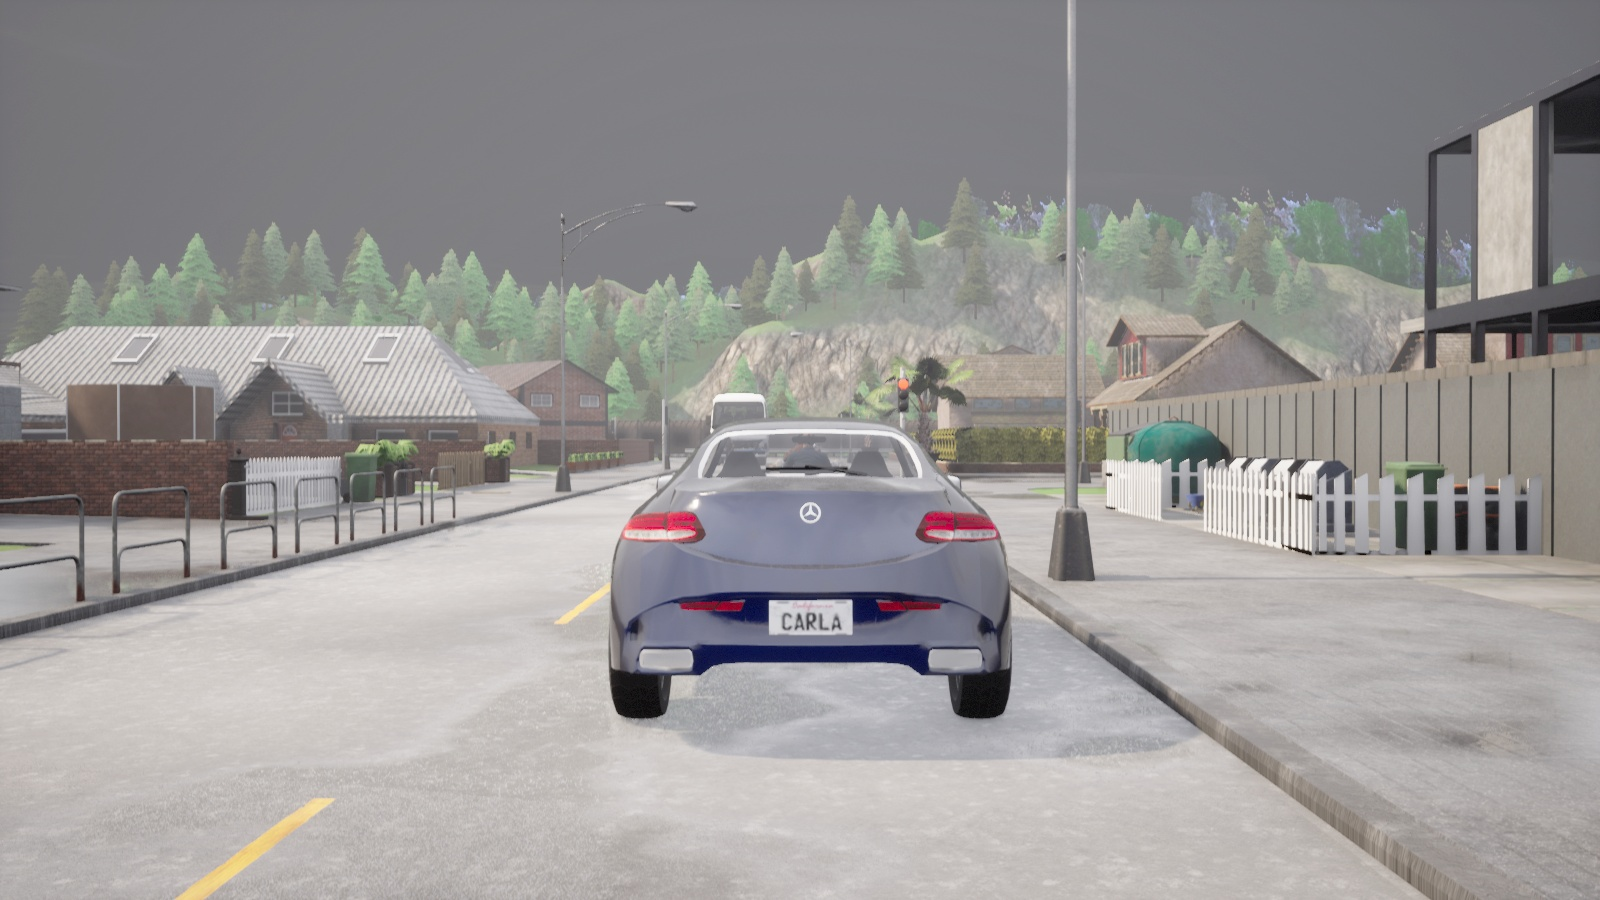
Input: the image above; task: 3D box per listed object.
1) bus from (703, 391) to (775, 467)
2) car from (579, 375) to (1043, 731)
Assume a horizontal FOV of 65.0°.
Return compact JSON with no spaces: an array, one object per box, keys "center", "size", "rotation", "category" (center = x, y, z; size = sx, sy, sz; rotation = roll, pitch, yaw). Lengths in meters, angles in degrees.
[{"center":[-3.563,-1.215,75.997],"size":[3.944,4.253,10.273],"rotation":[0,0,-1],"category":"bus"},{"center":[0.061,0.461,8.348],"size":[2.152,1.651,5.027],"rotation":[0,0,0],"category":"car"}]
